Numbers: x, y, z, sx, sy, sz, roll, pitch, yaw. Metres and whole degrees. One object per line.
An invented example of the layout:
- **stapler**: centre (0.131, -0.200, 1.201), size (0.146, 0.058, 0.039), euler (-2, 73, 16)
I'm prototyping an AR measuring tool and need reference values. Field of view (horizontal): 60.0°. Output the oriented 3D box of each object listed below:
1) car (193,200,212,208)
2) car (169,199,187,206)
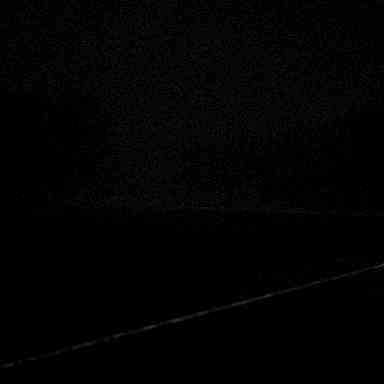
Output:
- **car**: centre (1.966, 2.149, 62.034), size (1.812, 1.442, 4.674), euler (2, -2, -34)
- **car**: centre (-3.039, 2.140, 69.273), size (1.882, 1.535, 5.008), euler (2, -2, -34)
